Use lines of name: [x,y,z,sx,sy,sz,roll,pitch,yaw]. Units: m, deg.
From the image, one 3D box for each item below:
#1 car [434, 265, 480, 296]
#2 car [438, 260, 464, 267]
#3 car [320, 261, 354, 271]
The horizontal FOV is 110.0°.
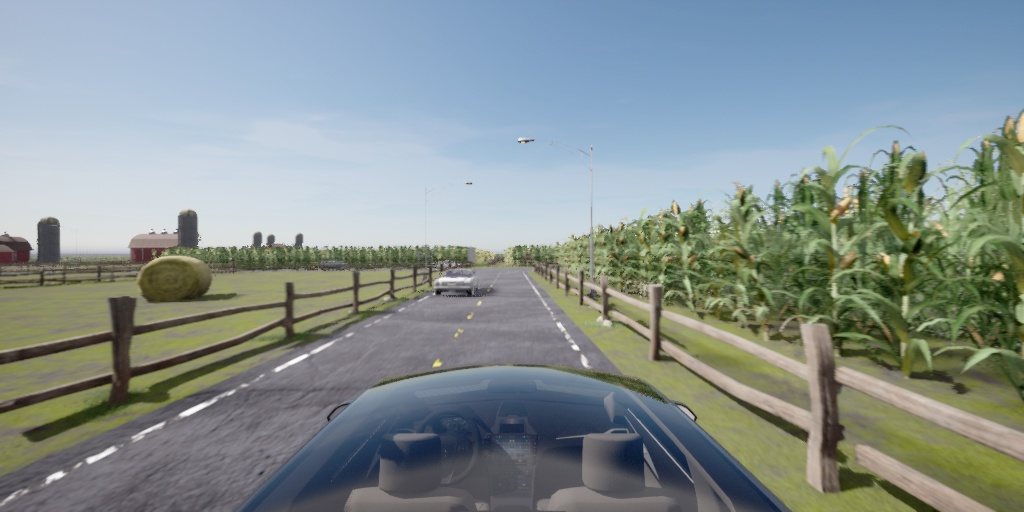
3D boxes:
car: [-2.846,1.350,19.277,1.895,1.301,4.718,0,0,0]
car: [-8.989,1.390,54.887,4.674,1.442,1.812,0,0,0]
car: [-26.725,1.483,54.915,4.902,1.511,2.128,0,0,0]
